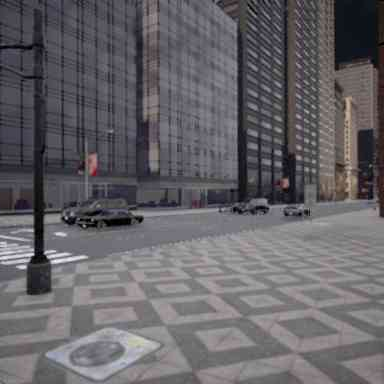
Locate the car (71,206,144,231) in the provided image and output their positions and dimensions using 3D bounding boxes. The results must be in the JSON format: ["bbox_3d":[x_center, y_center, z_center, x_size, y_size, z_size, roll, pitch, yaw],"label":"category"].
[{"bbox_3d":[-5.614,1.887,23.122,1.895,1.301,4.718,0,-1,36],"label":"car"}]

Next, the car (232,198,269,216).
[{"bbox_3d":[7.658,1.810,41.485,2.150,2.045,5.566,0,-1,36],"label":"car"}]

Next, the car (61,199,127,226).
[{"bbox_3d":[-7.416,1.548,26.182,2.150,2.045,5.566,0,-1,36],"label":"car"}]

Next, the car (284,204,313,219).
[{"bbox_3d":[11.308,2.000,35.292,2.128,1.511,4.902,0,-1,36],"label":"car"}]

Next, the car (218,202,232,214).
[{"bbox_3d":[5.293,2.108,43.752,2.128,1.511,4.902,0,-1,36],"label":"car"}]
